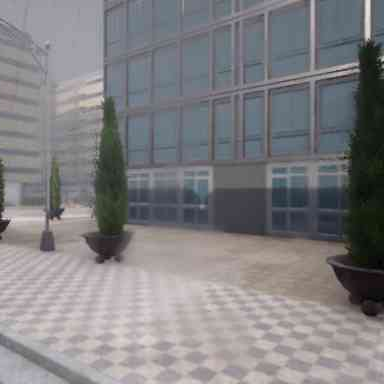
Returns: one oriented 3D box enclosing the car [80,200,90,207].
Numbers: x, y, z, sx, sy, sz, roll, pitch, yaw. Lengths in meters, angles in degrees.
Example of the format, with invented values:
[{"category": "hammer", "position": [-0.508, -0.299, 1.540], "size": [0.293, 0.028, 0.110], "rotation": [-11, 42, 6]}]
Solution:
[{"category": "car", "position": [-14.399, 1.453, 49.895], "size": [2.128, 1.511, 4.902], "rotation": [0, 0, 35]}]
